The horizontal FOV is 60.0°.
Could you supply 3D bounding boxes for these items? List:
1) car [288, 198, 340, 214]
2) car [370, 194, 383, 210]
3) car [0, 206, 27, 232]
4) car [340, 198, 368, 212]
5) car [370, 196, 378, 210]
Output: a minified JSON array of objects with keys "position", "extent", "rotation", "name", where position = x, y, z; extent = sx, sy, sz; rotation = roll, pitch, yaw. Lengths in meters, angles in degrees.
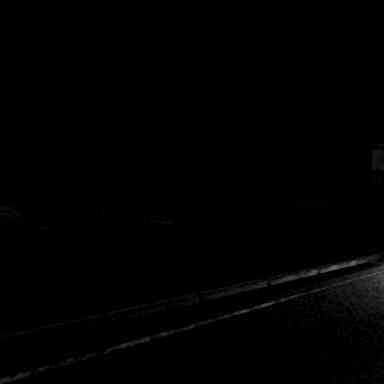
[{"position":[12.553,1.442,35.426],"extent":[2.097,1.535,5.008],"rotation":[0,0,-35],"name":"car"},{"position":[23.913,1.385,43.478],"extent":[2.185,1.767,4.553],"rotation":[1,0,-35],"name":"car"},{"position":[-10.664,1.491,18.921],"extent":[2.002,1.452,4.674],"rotation":[0,0,-35],"name":"car"},{"position":[17.085,1.459,38.661],"extent":[2.097,1.535,5.008],"rotation":[0,0,-35],"name":"car"},{"position":[19.357,1.513,40.274],"extent":[2.002,1.452,4.674],"rotation":[0,0,-35],"name":"car"}]
